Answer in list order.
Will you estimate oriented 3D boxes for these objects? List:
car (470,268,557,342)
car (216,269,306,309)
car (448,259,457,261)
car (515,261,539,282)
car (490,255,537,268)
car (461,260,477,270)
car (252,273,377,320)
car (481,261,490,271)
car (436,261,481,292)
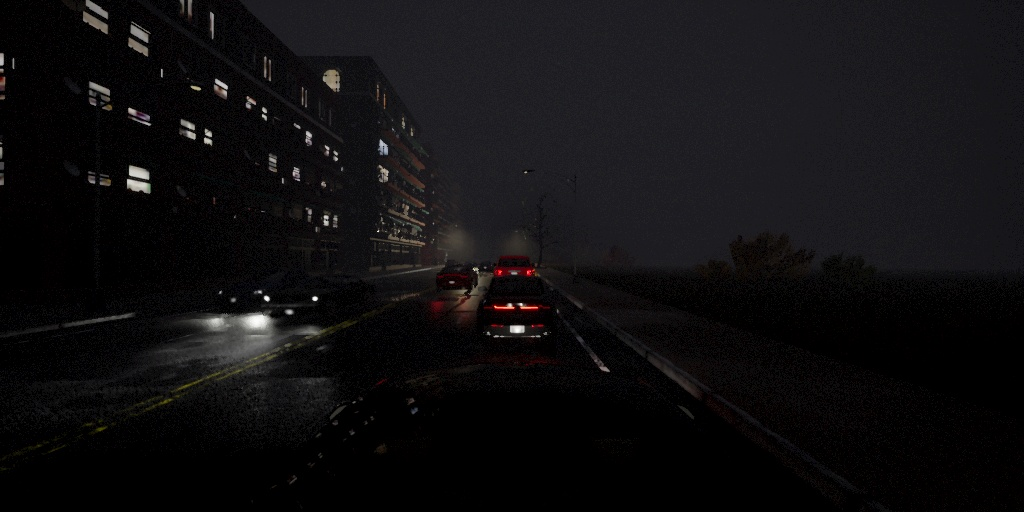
[{"bbox_3d":[0.109,1.256,9.784,1.837,1.490,4.892,0,0,0],"label":"car"},{"bbox_3d":[-9.838,1.278,14.989,1.812,1.442,4.674,0,0,0],"label":"car"},{"bbox_3d":[-9.783,1.257,58.319,1.837,1.490,4.892,0,0,0],"label":"car"},{"bbox_3d":[1.164,1.209,30.538,1.801,1.575,5.366,0,0,0],"label":"car"},{"bbox_3d":[0.117,0.974,20.131,2.150,2.045,5.566,0,0,0],"label":"car"},{"bbox_3d":[-6.545,1.353,55.193,1.895,1.301,4.718,0,0,0],"label":"car"},{"bbox_3d":[-6.589,1.352,12.834,1.895,1.301,4.718,0,0,0],"label":"car"},{"bbox_3d":[-3.112,1.316,43.937,1.994,1.385,4.181,0,0,0],"label":"car"},{"bbox_3d":[-3.132,1.230,21.149,1.882,1.535,5.008,0,0,0],"label":"car"}]
